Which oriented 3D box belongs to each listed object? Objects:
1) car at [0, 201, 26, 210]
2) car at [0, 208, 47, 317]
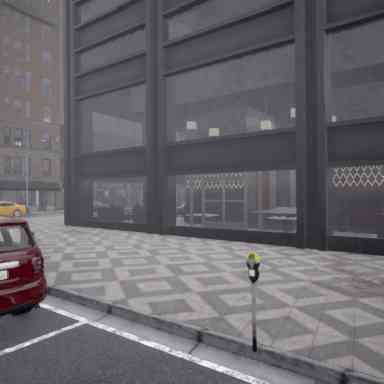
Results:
[{"bbox_3d":[-18.286,1.641,31.184,1.882,1.535,5.008,-1,-1,36],"label":"car"},{"bbox_3d":[-4.778,1.316,6.267,5.009,1.841,2.192,0,-1,35],"label":"car"}]
